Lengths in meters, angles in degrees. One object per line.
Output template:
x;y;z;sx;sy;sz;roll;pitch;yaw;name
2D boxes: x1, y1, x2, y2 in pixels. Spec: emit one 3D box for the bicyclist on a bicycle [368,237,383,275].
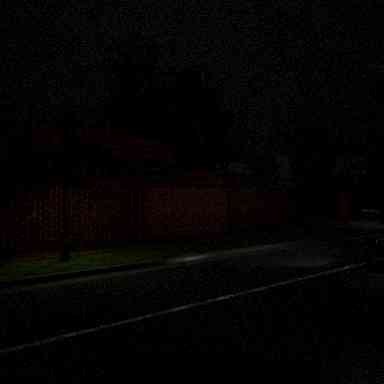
5.378;1.453;8.615;0.582;1.620;1.656;0;0;-35;bicyclist on a bicycle
